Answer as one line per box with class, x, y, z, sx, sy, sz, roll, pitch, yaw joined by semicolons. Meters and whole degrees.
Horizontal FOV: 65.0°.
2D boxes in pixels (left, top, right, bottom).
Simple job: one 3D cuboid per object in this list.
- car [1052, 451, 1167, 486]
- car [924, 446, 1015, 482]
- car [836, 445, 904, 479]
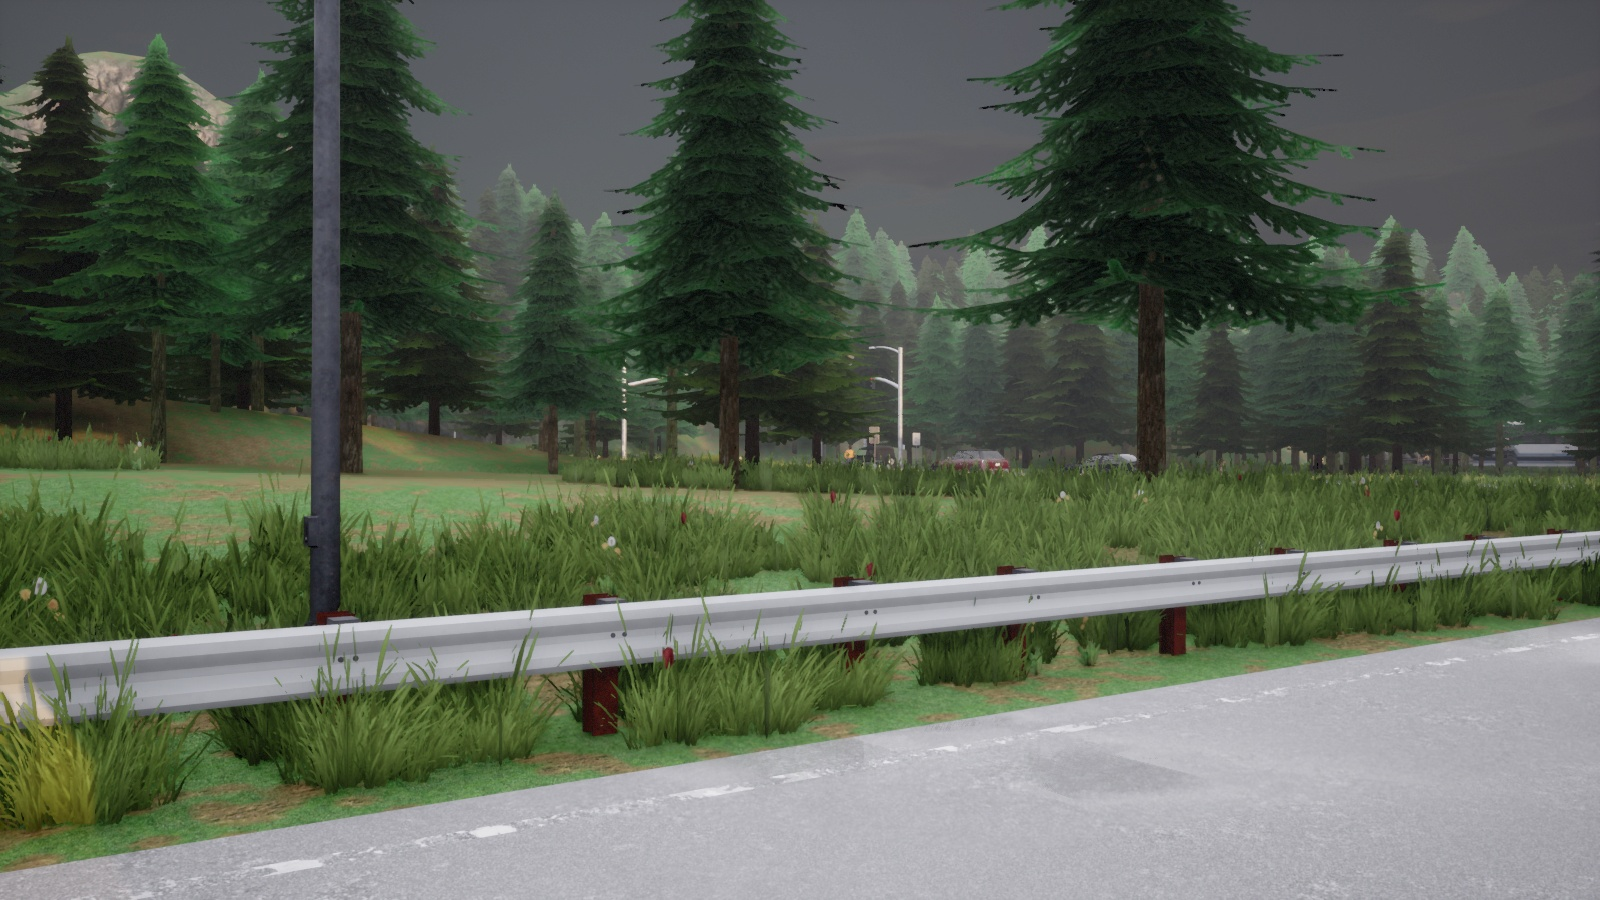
car;13.840;0.804;56.477;1.882;1.535;5.008;0;0;-35
car;8.616;0.715;64.120;2.097;1.767;4.553;0;0;-34
car;3.928;0.680;71.152;1.905;1.878;3.866;0;0;-34
